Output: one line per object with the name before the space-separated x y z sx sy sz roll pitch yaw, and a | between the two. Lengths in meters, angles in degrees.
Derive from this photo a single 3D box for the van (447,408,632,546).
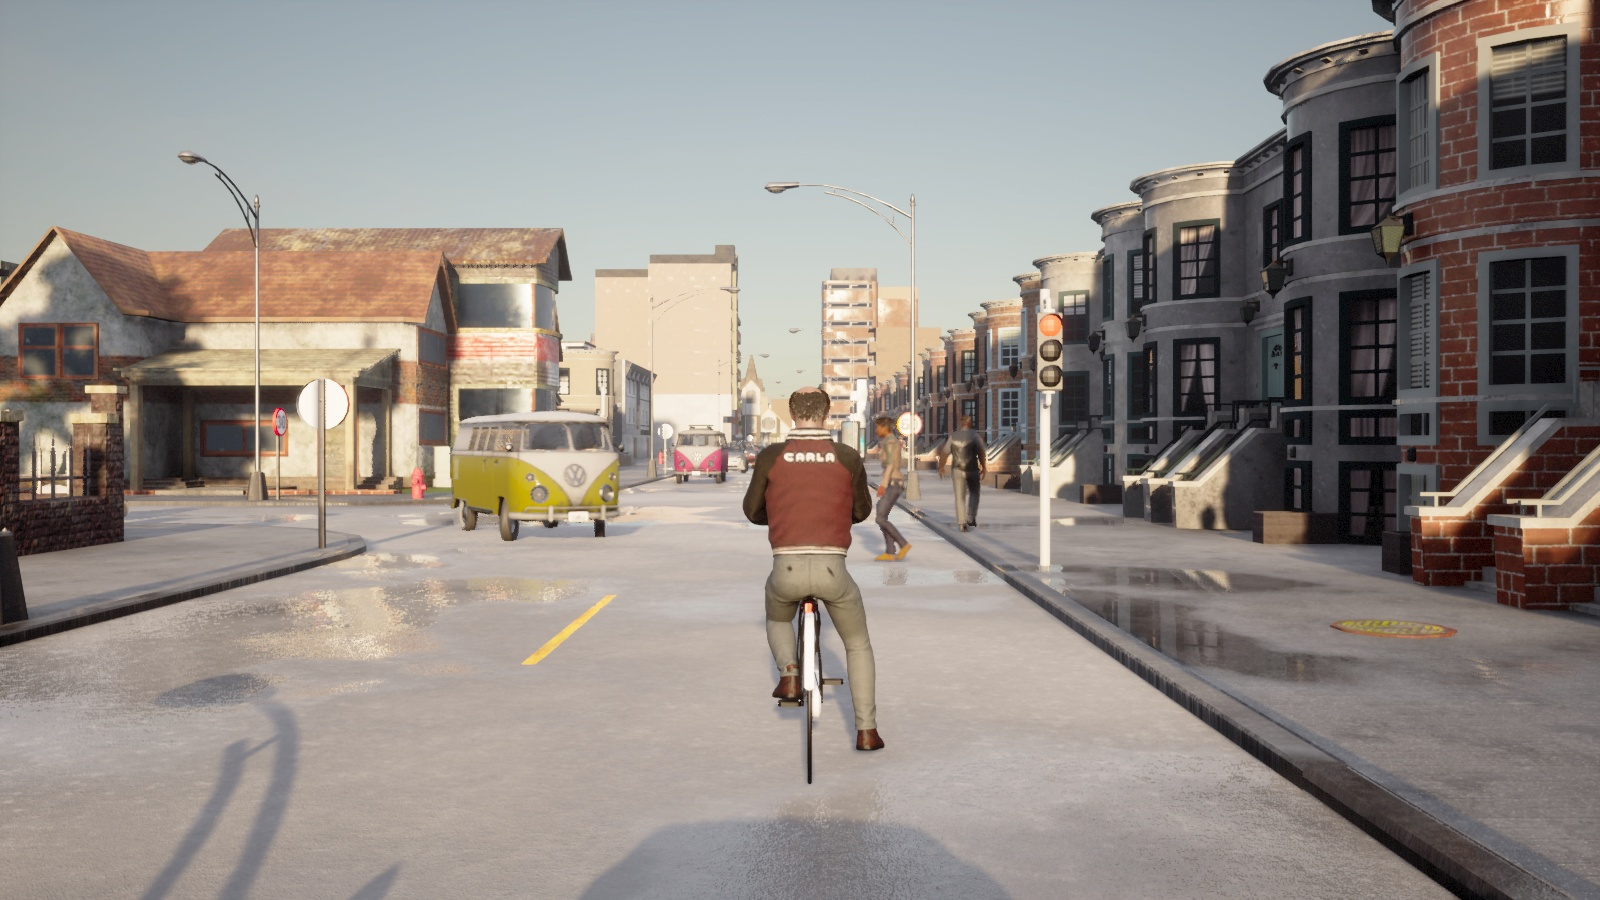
van | -4.351 0.380 20.428 1.775 1.987 4.442 0 0 -28

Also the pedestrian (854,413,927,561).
pedestrian | 1.125 0.450 15.559 0.869 1.805 0.328 0 0 10

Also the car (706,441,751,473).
car | -3.579 0.332 63.494 2.007 1.525 4.514 0 0 0

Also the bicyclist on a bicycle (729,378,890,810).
bicyclist on a bicycle | 0.045 0.583 6.081 0.659 1.776 1.843 0 1 0

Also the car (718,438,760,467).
car | -3.512 0.108 73.393 2.152 1.651 5.027 0 0 0

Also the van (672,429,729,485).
van | -3.688 0.230 47.166 1.775 1.987 4.442 0 0 1

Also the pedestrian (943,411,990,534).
pedestrian | 2.620 0.347 19.728 0.563 1.883 0.849 0 0 20

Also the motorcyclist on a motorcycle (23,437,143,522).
motorcyclist on a motorcycle | -13.742 0.553 24.100 1.817 1.590 0.866 0 0 0
